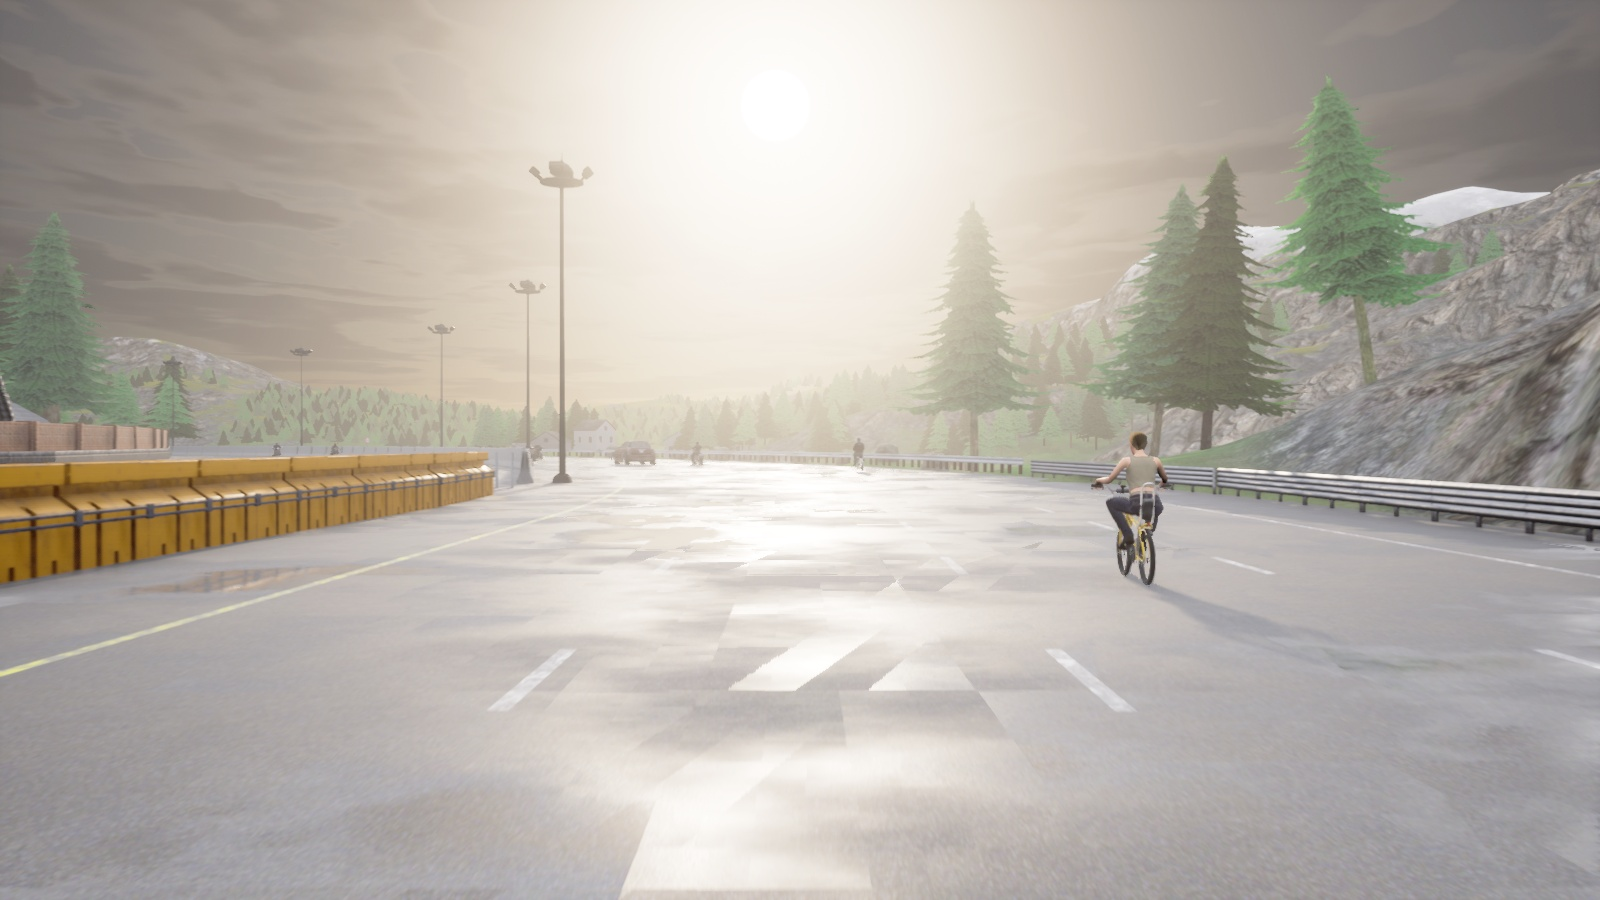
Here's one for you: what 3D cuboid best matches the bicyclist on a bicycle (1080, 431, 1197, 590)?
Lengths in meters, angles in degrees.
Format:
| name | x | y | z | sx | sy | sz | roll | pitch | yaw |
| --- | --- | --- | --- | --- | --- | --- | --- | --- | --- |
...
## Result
| name | x | y | z | sx | sy | sz | roll | pitch | yaw |
| --- | --- | --- | --- | --- | --- | --- | --- | --- | --- |
| bicyclist on a bicycle | 3.600 | 0.610 | 13.482 | 0.866 | 1.612 | 1.509 | 0 | 0 | 1 |

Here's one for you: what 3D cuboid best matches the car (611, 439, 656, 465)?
| name | x | y | z | sx | sy | sz | roll | pitch | yaw |
| --- | --- | --- | --- | --- | --- | --- | --- | --- | --- |
| car | -11.511 | 0.108 | 86.470 | 2.097 | 1.767 | 4.553 | 0 | 0 | -21 |
